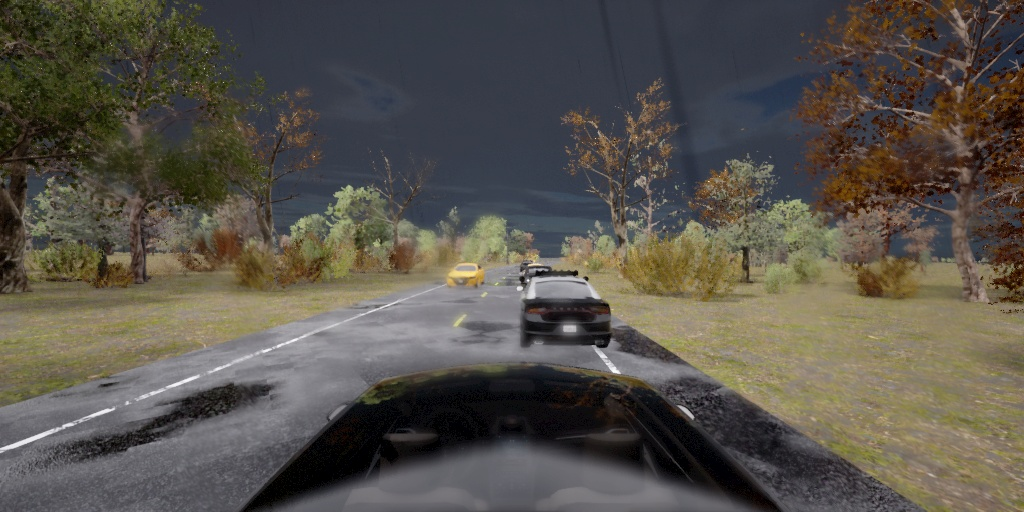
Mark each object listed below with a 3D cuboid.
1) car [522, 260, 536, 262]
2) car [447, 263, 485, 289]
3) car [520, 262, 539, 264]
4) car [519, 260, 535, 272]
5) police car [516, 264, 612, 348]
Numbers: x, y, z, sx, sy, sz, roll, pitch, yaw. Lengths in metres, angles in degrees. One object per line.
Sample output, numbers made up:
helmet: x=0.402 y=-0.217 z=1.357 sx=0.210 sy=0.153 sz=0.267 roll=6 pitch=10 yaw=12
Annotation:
car: x=1.679 y=1.218 z=25.387 sx=1.801 sy=1.575 sz=5.366 roll=0 pitch=0 yaw=3
car: x=-2.910 y=1.238 z=23.610 sx=1.882 sy=1.535 sz=5.008 roll=0 pitch=0 yaw=3
car: x=1.427 y=1.263 z=19.229 sx=1.837 sy=1.490 sz=4.892 roll=0 pitch=0 yaw=2
car: x=2.097 y=1.331 z=47.880 sx=1.837 sy=1.490 sz=4.892 roll=0 pitch=0 yaw=5
police car: x=1.150 y=1.177 z=9.387 sx=1.930 sy=1.638 sz=5.238 roll=0 pitch=0 yaw=1
